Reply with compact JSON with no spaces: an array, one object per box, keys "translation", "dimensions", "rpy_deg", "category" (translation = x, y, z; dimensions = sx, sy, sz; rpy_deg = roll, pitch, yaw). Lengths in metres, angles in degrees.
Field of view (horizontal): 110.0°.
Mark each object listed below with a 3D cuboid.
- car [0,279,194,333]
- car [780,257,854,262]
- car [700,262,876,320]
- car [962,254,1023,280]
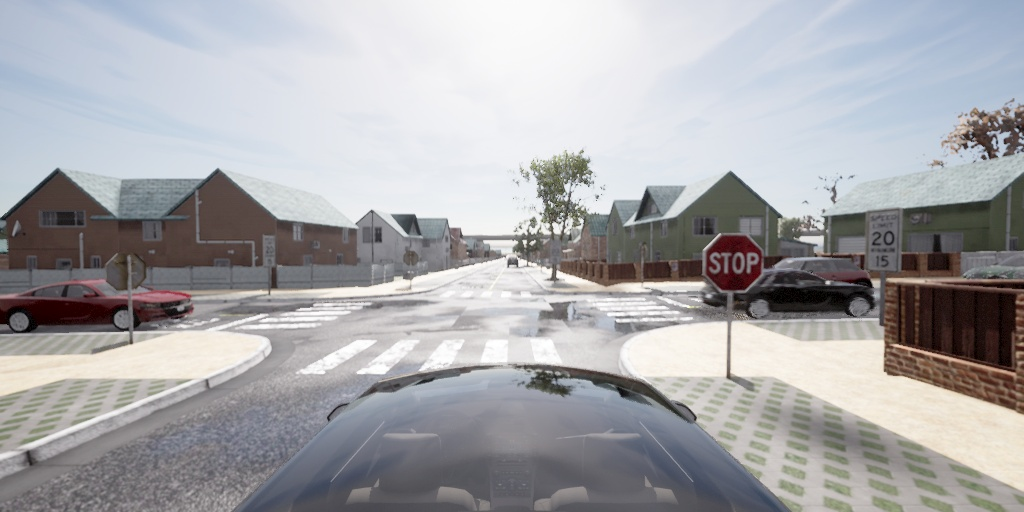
[{"translation":[-13.385,1.505,11.712],"dimensions":[5.008,1.535,1.882],"rpy_deg":[-1,1,-1],"category":"car"},{"translation":[11.810,0.869,14.740],"dimensions":[4.553,1.767,2.097],"rpy_deg":[-1,1,0],"category":"car"},{"translation":[8.921,1.121,11.791],"dimensions":[5.008,1.535,1.882],"rpy_deg":[-1,2,0],"category":"car"},{"translation":[21.737,0.695,14.789],"dimensions":[4.553,1.767,2.097],"rpy_deg":[-1,1,0],"category":"car"}]
